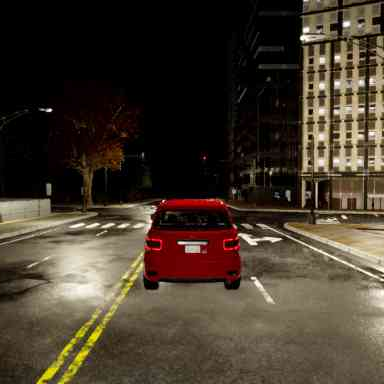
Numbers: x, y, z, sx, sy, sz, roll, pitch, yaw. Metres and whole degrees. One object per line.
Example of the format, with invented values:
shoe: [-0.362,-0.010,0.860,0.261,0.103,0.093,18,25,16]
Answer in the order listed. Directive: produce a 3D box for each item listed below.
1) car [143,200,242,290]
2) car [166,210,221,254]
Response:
car: [-0.022,1.218,9.215,2.150,2.045,5.566,0,0,-1]
car: [0.062,1.560,14.154,1.994,1.385,4.181,0,0,0]
